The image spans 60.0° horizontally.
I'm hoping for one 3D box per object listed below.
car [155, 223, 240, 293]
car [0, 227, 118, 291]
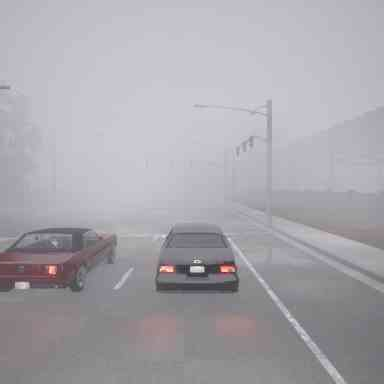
[{"bbox_3d":[0.104,1.547,8.977,2.033,1.411,5.357,0,0,0],"label":"car"},{"bbox_3d":[-3.386,1.597,8.927,1.895,1.301,4.718,0,0,1],"label":"car"}]
